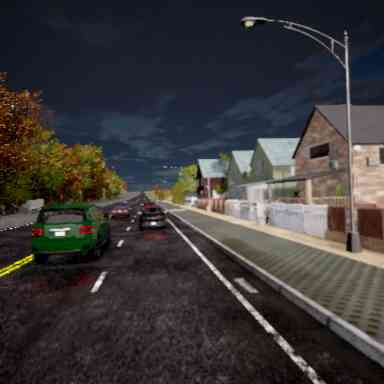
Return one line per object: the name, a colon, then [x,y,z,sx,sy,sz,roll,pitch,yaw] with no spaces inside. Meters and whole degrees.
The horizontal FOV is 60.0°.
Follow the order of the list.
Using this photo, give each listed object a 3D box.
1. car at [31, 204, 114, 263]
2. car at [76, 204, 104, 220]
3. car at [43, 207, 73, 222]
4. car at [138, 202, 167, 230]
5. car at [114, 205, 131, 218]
car: [-4.679,1.498,13.535,2.150,2.045,5.566,-2,-1,-8]
car: [-11.419,2.200,37.560,2.128,1.511,4.902,-2,-1,-8]
car: [-14.530,2.409,36.331,1.895,1.301,4.718,-2,0,-8]
car: [-2.824,1.801,24.008,1.837,1.490,4.892,-2,0,-8]
car: [-7.916,2.129,37.333,2.033,1.411,5.357,-2,0,-8]
